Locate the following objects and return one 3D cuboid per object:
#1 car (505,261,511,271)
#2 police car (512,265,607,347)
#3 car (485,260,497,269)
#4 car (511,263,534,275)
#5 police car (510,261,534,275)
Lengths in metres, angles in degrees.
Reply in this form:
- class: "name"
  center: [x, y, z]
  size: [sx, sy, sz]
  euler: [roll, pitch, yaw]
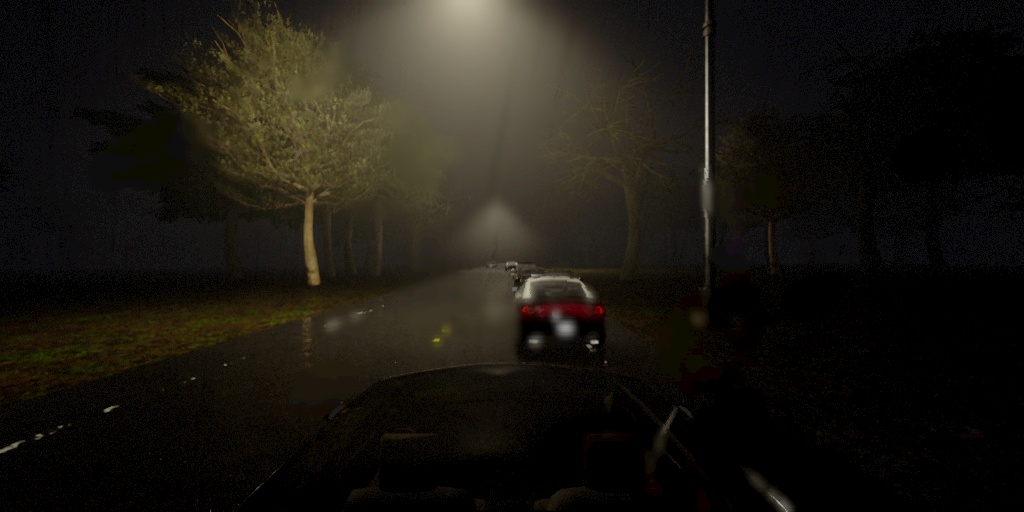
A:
- class: "car"
  center: [-0.016, 1.567, 52.671]
  size: [1.895, 1.301, 4.718]
  euler: [0, 0, 0]
- class: "police car"
  center: [1.037, 1.205, 9.516]
  size: [1.930, 1.638, 5.238]
  euler: [0, 0, 0]
- class: "car"
  center: [-3.599, 1.509, 62.637]
  size: [2.128, 1.511, 4.902]
  euler: [0, 0, 0]
- class: "car"
  center: [1.021, 1.323, 19.409]
  size: [1.837, 1.490, 4.892]
  euler: [0, 0, 0]
- class: "police car"
  center: [1.011, 1.267, 25.519]
  size: [1.930, 1.638, 5.238]
  euler: [0, 0, 0]
